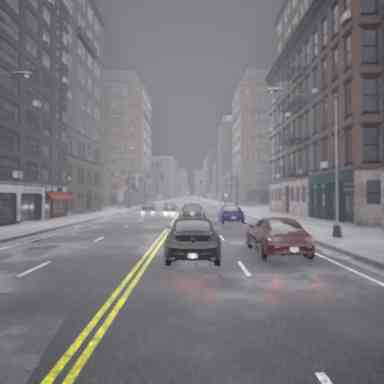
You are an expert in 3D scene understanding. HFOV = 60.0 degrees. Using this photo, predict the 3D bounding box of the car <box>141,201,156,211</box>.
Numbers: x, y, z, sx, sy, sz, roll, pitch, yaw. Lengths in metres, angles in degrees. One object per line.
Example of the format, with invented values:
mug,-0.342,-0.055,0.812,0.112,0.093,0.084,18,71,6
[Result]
car,-6.569,2.169,51.098,1.837,1.490,4.892,0,-1,1

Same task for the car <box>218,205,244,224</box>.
car,3.290,1.849,28.490,1.882,1.535,5.008,0,0,0

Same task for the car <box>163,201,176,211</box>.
car,-3.318,2.156,51.112,2.128,1.511,4.902,0,-1,1

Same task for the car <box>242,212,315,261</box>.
car,3.296,1.695,12.953,1.812,1.442,4.674,0,0,0

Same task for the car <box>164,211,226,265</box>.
car,0.041,1.668,12.320,1.837,1.490,4.892,0,0,0

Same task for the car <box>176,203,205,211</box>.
car,0.034,1.706,27.234,2.097,1.767,4.553,0,-1,0
